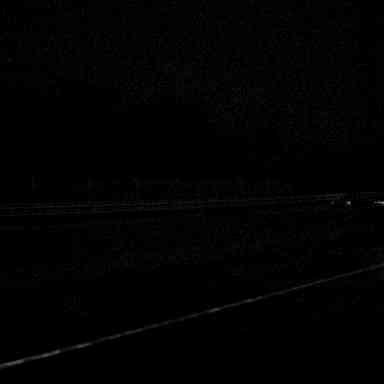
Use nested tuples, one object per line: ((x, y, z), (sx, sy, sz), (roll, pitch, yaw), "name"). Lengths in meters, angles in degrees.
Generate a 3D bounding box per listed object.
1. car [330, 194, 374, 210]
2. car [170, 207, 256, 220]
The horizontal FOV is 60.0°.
((15.147, 1.003, 31.456), (4.553, 1.767, 2.097), (-2, 1, -34), "car")
((1.107, 1.498, 17.593), (5.357, 1.411, 2.033), (-1, 0, -35), "car")
